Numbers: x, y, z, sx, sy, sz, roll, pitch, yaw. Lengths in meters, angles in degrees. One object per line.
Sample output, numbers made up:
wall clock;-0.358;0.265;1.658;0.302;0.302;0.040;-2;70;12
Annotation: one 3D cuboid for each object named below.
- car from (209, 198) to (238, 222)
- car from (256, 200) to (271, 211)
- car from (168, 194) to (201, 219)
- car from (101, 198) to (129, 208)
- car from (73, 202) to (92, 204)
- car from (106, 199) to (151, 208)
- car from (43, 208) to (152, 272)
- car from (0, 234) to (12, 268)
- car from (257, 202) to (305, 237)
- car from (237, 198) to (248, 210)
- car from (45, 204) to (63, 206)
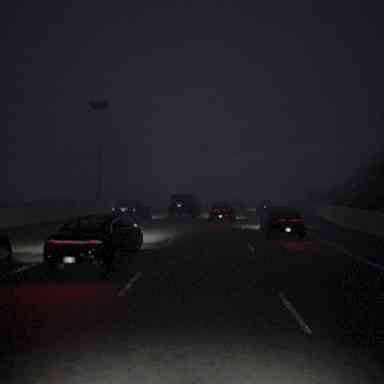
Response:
car;2.419;1.499;26.101;1.837;1.490;4.892;0;0;9
car;8.260;1.567;37.317;1.994;1.385;4.181;0;0;13
car;-0.551;1.211;29.638;2.150;2.045;5.566;0;0;10
car;-10.963;1.567;47.650;1.895;1.301;4.718;0;0;15
car;-14.507;1.437;47.873;1.882;1.535;5.008;0;0;15
car;-4.651;1.336;26.213;2.097;1.767;4.553;0;0;9
car;-2.915;1.483;10.748;2.128;1.511;4.902;0;0;4
car;-6.567;1.463;8.241;1.882;1.535;5.008;0;0;3
car;4.793;1.508;18.009;1.837;1.490;4.892;0;0;6
car;5.975;1.502;42.487;1.837;1.490;4.892;0;0;15
car;-18.385;1.500;47.074;2.033;1.411;5.357;0;0;15
